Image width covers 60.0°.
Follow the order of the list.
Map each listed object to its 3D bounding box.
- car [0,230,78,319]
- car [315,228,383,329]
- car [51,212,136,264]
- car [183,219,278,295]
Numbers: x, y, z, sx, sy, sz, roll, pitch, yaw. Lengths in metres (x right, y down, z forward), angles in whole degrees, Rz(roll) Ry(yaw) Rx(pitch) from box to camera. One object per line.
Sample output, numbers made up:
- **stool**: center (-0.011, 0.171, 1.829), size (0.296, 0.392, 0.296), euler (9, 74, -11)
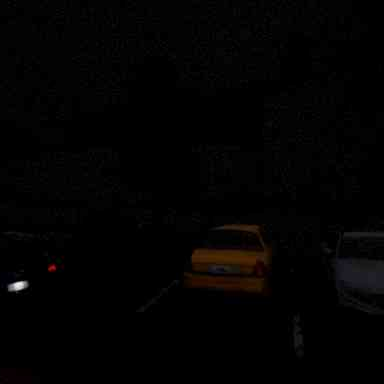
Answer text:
- **car**: center (-4.438, 1.528, 6.543), size (4.181, 1.385, 1.994), euler (-1, -1, 35)
- **car**: center (3.660, 1.528, 6.878), size (2.002, 1.452, 4.674), euler (1, -1, 15)
- **car**: center (-3.682, 1.501, 12.077), size (2.163, 1.488, 4.792), euler (1, -1, 15)
- **car**: center (1.255, 1.485, 8.798), size (1.946, 1.575, 5.366), euler (0, -1, 16)
